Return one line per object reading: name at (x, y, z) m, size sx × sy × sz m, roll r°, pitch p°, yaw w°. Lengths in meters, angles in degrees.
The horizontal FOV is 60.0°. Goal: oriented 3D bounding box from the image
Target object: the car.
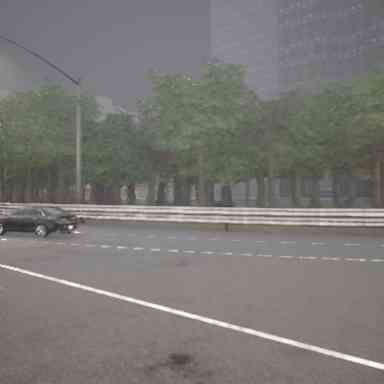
car at (-8.294, 1.513, 17.553) m, size 4.892 × 1.490 × 1.837 m, roll 0°, pitch 0°, yaw 22°
